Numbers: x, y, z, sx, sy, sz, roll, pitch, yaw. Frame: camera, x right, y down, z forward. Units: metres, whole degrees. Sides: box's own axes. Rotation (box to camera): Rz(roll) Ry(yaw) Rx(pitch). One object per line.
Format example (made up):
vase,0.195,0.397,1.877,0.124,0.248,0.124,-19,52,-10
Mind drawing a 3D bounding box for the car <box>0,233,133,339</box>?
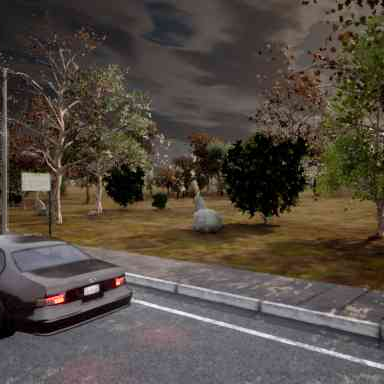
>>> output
car,-3.580,1.547,6.557,5.357,1.411,2.033,0,0,36
